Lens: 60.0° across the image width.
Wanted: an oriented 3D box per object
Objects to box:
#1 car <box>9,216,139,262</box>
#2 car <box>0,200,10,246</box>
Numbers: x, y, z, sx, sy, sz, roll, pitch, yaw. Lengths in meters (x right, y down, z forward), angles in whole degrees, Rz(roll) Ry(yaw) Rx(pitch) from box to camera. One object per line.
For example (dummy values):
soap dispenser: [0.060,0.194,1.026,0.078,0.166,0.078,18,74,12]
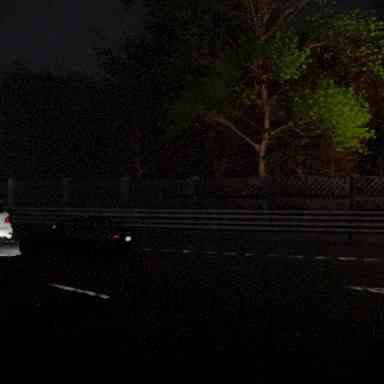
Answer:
car: [-4.051,1.579,12.000,4.181,1.385,1.994,0,0,19]
car: [-9.902,1.273,13.672,5.566,2.045,2.150,0,0,27]
